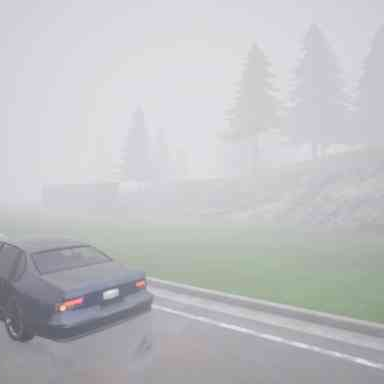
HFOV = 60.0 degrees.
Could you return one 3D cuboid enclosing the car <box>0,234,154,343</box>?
[{"bbox_3d":[-3.125,1.559,6.517,5.357,1.411,2.033,0,0,40],"label":"car"}]
